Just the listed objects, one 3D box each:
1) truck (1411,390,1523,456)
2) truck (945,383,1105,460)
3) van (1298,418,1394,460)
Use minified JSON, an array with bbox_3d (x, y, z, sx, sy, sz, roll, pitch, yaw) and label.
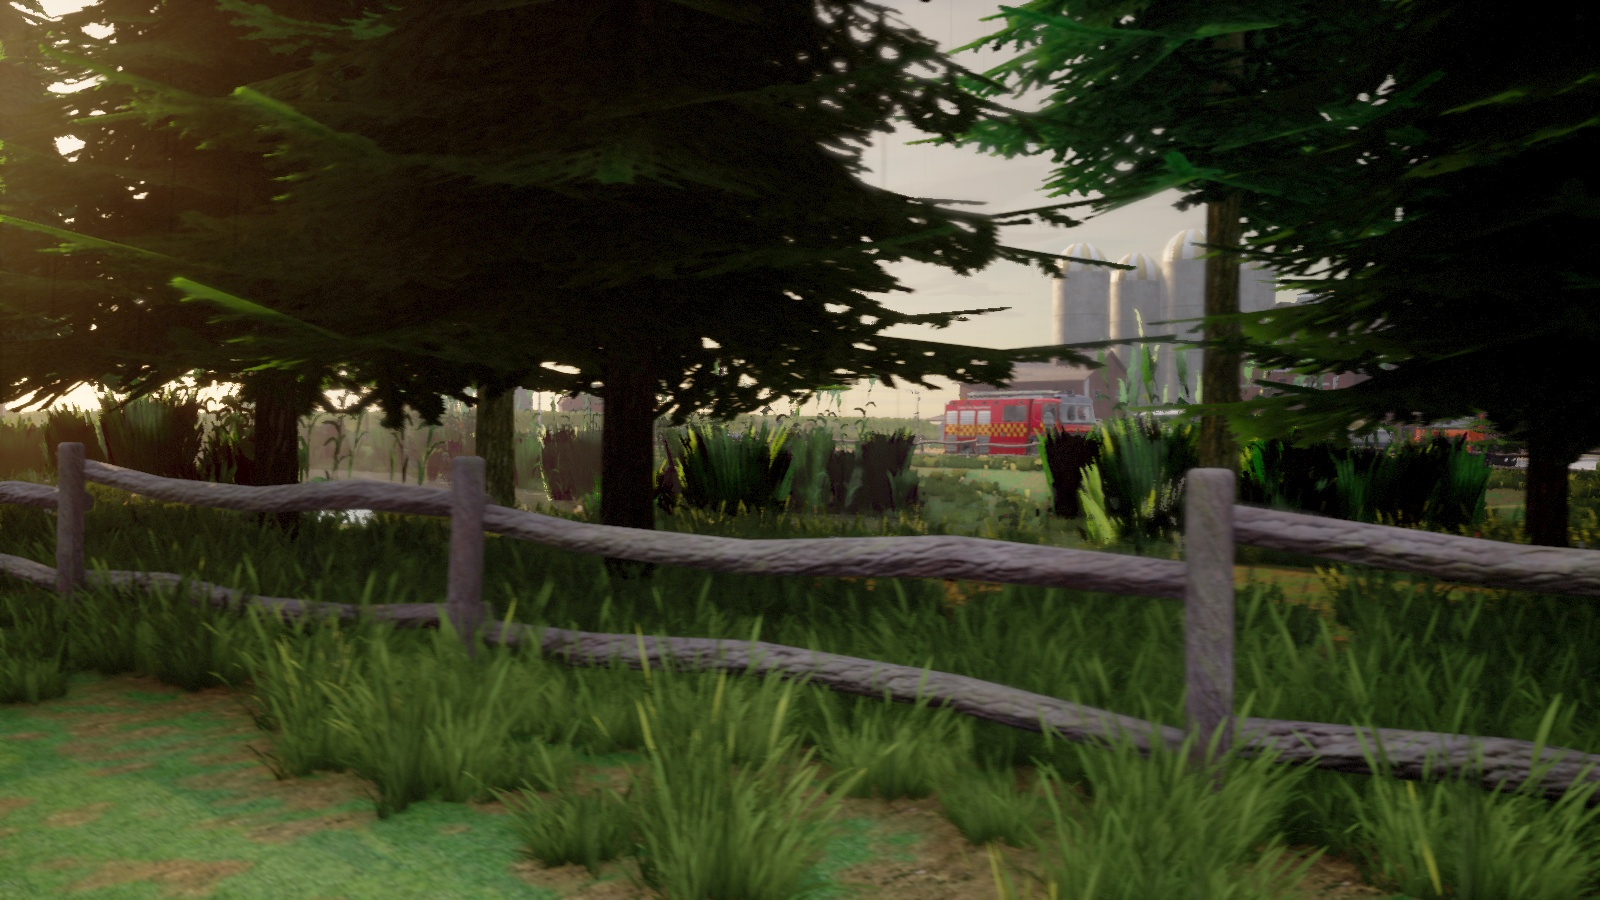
[{"bbox_3d":[36.930,-1.491,69.357,7.936,3.462,2.891,-1,1,-42],"label":"truck"},{"bbox_3d":[11.802,-1.453,66.700,2.891,3.827,8.468,-1,1,-39],"label":"truck"},{"bbox_3d":[26.709,-0.566,61.424,4.442,1.987,1.775,-1,1,-24],"label":"van"}]
